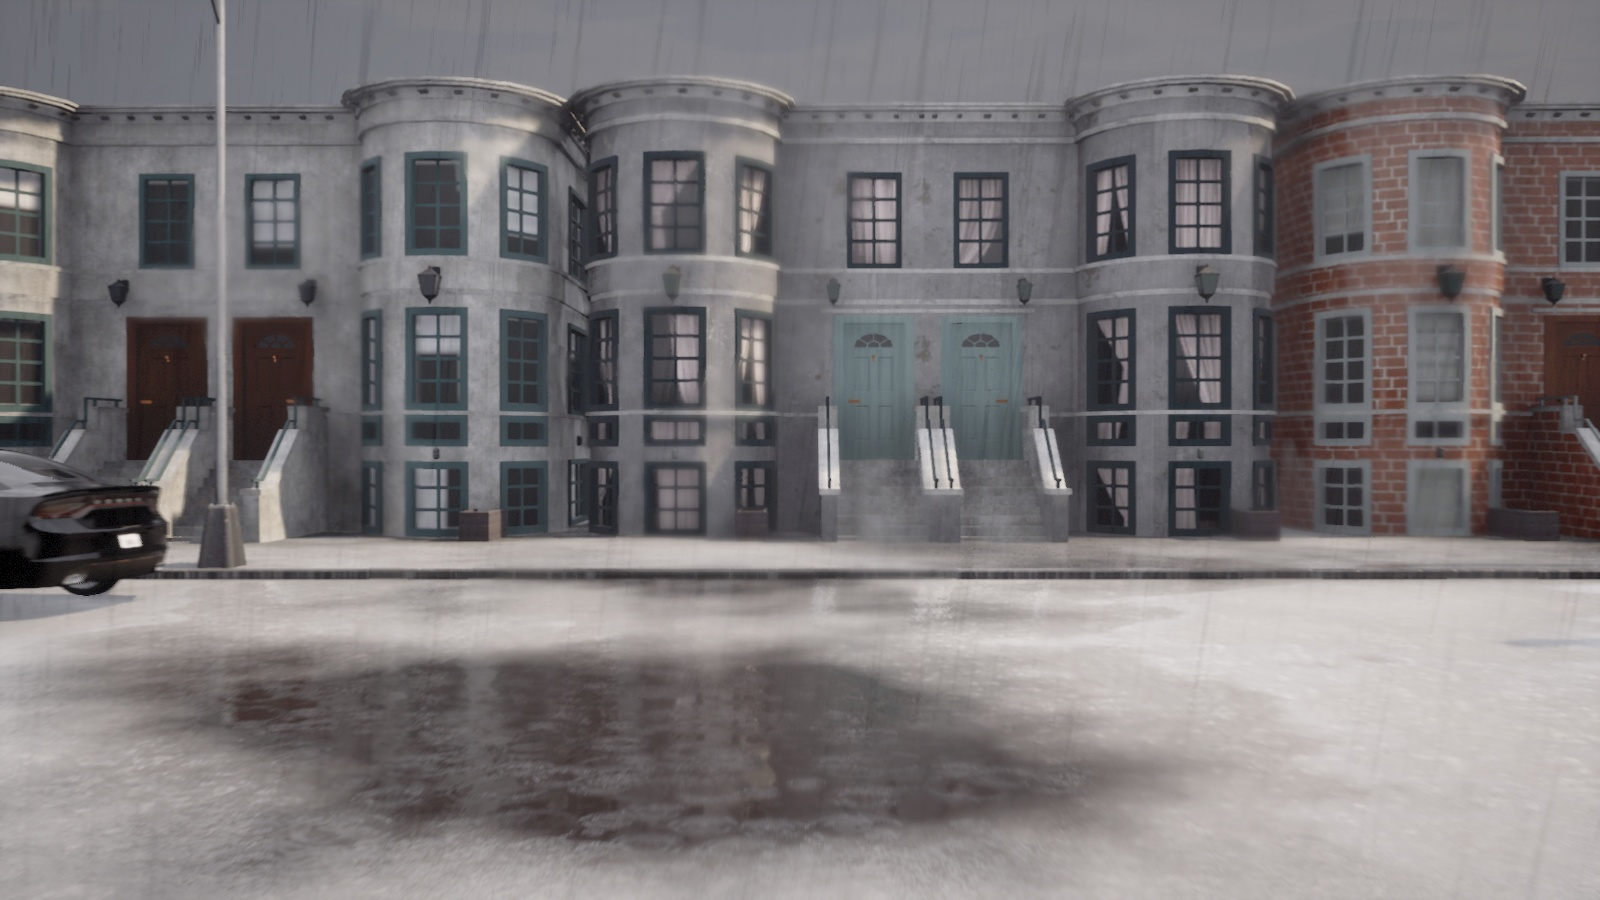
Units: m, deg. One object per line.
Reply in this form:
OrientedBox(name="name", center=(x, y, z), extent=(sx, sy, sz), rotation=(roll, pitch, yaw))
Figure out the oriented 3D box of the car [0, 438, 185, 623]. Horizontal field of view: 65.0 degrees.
OrientedBox(name="car", center=(-8.641, 0.665, 11.712), extent=(5.008, 1.535, 1.882), rotation=(0, 0, 8))
